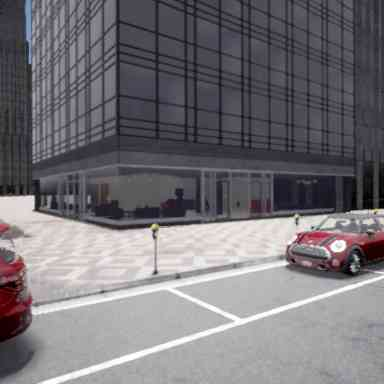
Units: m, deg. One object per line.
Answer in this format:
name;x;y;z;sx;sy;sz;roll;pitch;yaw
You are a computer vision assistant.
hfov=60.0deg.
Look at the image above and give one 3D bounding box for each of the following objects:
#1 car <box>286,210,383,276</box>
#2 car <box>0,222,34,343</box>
car;4.727;1.401;10.149;4.097;1.590;1.967;0;0;-36
car;-4.451;1.322;3.590;5.009;1.841;2.192;0;0;-36
